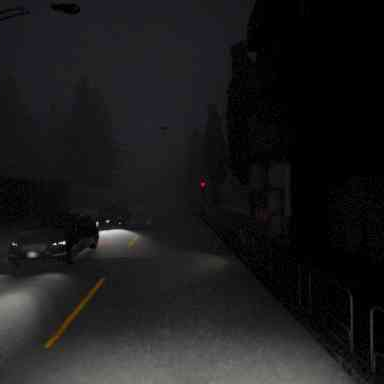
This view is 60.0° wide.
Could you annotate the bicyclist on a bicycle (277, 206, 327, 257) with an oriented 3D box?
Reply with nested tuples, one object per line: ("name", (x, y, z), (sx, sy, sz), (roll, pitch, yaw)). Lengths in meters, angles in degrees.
("bicyclist on a bicycle", (3.547, 1.278, 10.701), (1.656, 1.620, 0.582), (0, 0, -3))

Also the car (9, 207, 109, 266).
("car", (-4.646, 1.511, 11.876), (2.128, 1.511, 4.902), (-1, 0, -3))

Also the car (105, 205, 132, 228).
("car", (-5.133, 1.562, 21.884), (1.994, 1.385, 4.181), (-1, 0, -3))
